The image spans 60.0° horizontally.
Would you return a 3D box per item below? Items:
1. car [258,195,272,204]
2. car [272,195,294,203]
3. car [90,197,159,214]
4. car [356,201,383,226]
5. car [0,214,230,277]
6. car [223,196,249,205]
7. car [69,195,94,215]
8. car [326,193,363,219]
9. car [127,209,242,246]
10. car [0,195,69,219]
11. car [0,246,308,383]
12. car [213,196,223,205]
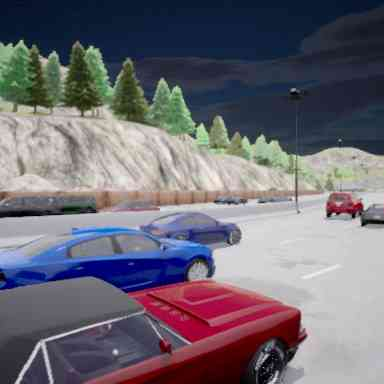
[{"bbox_3d":[12.376,1.282,54.604,1.837,1.490,4.892,0,0,30],"label":"car"},{"bbox_3d":[14.170,1.273,50.724,1.837,1.490,4.892,0,1,30],"label":"car"},{"bbox_3d":[-4.457,1.340,23.660,2.097,1.767,4.553,0,0,44],"label":"car"},{"bbox_3d":[12.131,1.417,21.113,1.994,1.385,4.181,0,0,38],"label":"car"},{"bbox_3d":[-1.701,1.478,7.211,5.008,1.535,1.882,-1,0,-38],"label":"car"},{"bbox_3d":[7.325,1.371,52.866,2.033,1.411,5.357,0,0,31],"label":"car"},{"bbox_3d":[-10.543,1.252,27.367,5.566,2.045,2.150,-1,0,-44],"label":"car"},{"bbox_3d":[12.769,1.055,27.748,2.150,2.045,5.566,0,0,34],"label":"car"},{"bbox_3d":[-0.030,1.499,13.171,4.674,1.442,1.812,-1,0,-42],"label":"car"},{"bbox_3d":[-11.465,1.272,21.897,5.566,2.045,2.150,-1,0,-40],"label":"car"},{"bbox_3d":[-0.929,1.603,3.354,4.718,1.301,1.895,-1,0,-37],"label":"car"},{"bbox_3d":[5.447,1.379,56.580,2.033,1.411,5.357,0,0,31],"label":"car"}]
